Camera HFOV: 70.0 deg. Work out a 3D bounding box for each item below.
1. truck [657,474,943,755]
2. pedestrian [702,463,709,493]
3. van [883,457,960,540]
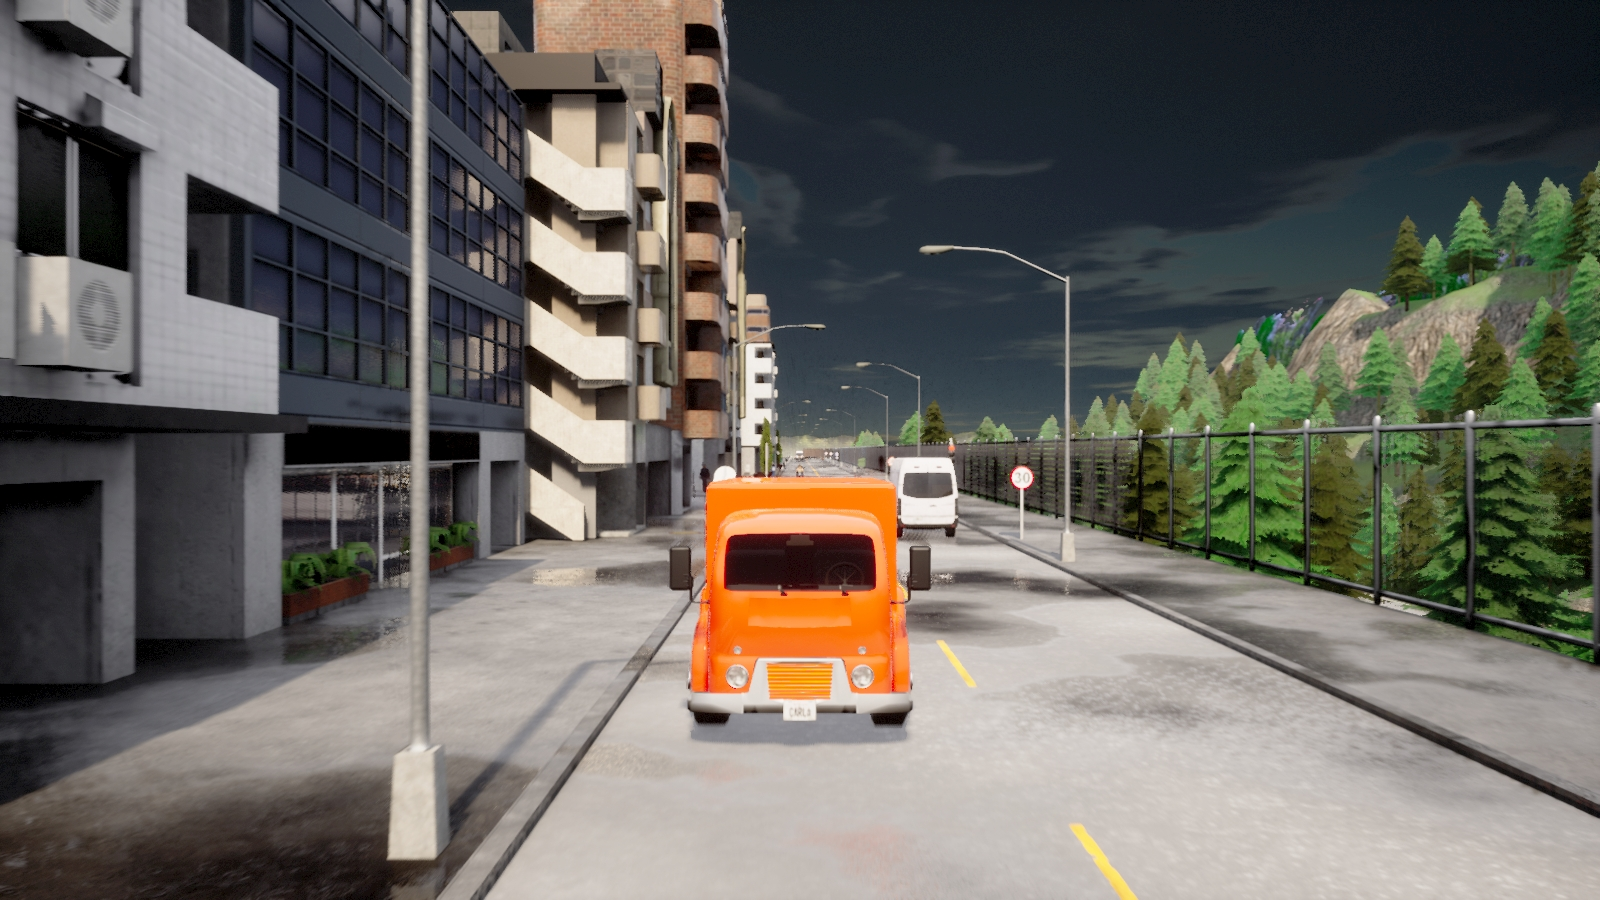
[{"bbox_3d":[0.017,1.568,13.102,2.627,2.467,5.204,0,0,0],"label":"truck"},{"bbox_3d":[-5.933,1.747,71.492,0.375,1.860,0.375,0,0,10],"label":"pedestrian"},{"bbox_3d":[4.002,1.534,38.559,1.988,2.561,5.915,0,0,0],"label":"van"}]
